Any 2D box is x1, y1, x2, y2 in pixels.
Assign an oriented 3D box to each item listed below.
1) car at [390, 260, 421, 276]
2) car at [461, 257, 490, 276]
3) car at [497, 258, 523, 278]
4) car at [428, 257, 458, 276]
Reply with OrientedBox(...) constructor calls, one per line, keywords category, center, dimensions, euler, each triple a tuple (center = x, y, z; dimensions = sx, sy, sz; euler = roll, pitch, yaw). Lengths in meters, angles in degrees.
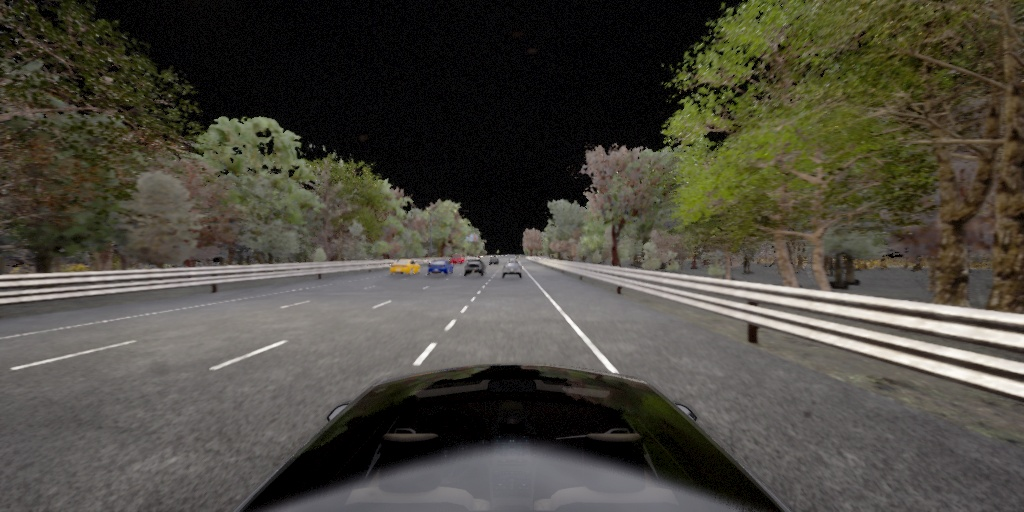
OrientedBox(category="car", center=(-10.472, 1.119, 35.543), dimensions=(1.882, 1.535, 5.008), euler=(0, 0, 1))
OrientedBox(category="car", center=(-3.477, 1.150, 34.905), dimensions=(1.837, 1.490, 4.892), euler=(0, 1, 1))
OrientedBox(category="car", center=(0.003, 1.199, 32.748), dimensions=(2.033, 1.411, 5.357), euler=(0, 0, 0))
OrientedBox(category="car", center=(-6.972, 1.119, 35.550), dimensions=(1.882, 1.535, 5.008), euler=(0, 0, 1))
